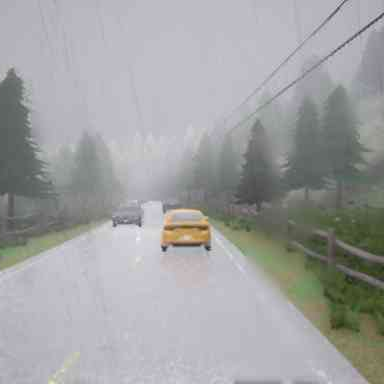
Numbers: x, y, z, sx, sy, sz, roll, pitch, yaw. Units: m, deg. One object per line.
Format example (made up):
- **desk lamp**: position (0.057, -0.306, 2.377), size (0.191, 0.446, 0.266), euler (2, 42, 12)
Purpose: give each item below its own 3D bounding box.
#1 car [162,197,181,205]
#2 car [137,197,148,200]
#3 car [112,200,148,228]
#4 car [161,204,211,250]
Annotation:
- **car**: position (-2.388, 1.372, 38.494), size (2.097, 1.767, 4.553), euler (0, 0, -7)
- **car**: position (-9.368, 1.589, 63.318), size (2.033, 1.411, 5.357), euler (0, 0, -8)
- **car**: position (-4.213, 1.522, 22.595), size (1.837, 1.490, 4.892), euler (0, 0, -4)
- **car**: position (-0.295, 1.484, 14.361), size (1.882, 1.535, 5.008), euler (0, 0, -3)
